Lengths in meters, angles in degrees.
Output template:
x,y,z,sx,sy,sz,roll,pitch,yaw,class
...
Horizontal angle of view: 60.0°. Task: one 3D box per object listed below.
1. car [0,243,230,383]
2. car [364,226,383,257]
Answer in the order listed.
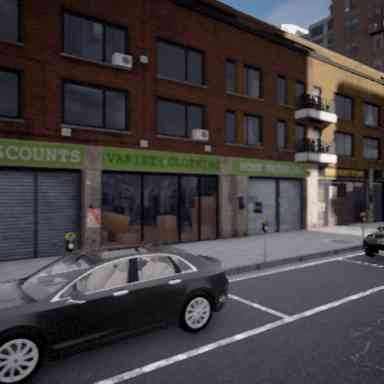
x,y,z,sx,sy,sz,roll,pitch,yaw,class
-1.387,1.551,5.199,4.403,1.369,2.008,0,0,-36,car
7.864,1.569,11.800,4.313,1.339,1.947,0,0,-36,car
